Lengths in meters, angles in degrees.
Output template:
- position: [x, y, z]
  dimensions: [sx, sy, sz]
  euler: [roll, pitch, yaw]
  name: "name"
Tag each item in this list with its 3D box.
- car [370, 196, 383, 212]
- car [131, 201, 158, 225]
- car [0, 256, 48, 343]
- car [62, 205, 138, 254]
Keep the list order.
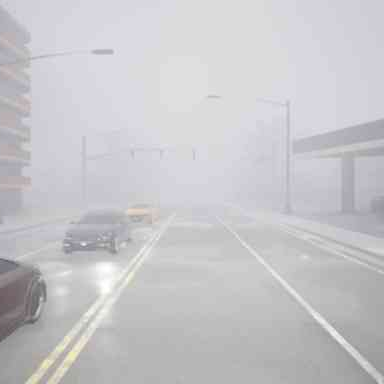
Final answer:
- position: [20.259, 1.214, 32.939]
  dimensions: [4.611, 1.667, 2.242]
  euler: [0, 0, 1]
  name: "car"
- position: [-3.574, 1.419, 23.915]
  dimensions: [1.882, 1.535, 5.008]
  euler: [0, 0, 0]
  name: "car"
- position: [-3.603, 1.553, 4.325]
  dimensions: [1.994, 1.385, 4.181]
  euler: [0, 0, 0]
  name: "car"
- position: [-3.601, 1.471, 13.468]
  dimensions: [1.837, 1.490, 4.892]
  euler: [0, 0, 0]
  name: "car"
